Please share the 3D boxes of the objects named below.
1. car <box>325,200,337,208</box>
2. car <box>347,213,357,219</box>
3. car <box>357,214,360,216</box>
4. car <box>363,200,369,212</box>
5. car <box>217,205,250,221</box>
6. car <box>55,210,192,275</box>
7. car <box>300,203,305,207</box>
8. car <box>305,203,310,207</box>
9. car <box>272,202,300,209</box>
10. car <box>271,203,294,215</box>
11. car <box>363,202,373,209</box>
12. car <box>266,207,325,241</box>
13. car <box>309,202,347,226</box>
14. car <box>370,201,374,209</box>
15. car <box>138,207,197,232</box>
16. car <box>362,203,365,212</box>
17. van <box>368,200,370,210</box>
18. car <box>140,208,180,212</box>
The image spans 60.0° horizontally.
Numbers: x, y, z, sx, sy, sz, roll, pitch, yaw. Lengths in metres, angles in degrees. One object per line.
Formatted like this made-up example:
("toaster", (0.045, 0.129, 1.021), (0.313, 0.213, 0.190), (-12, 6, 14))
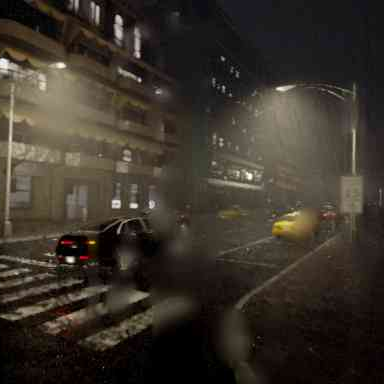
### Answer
("car", (35.185, 2.926, 84.256), (2.192, 1.841, 5.009), (2, 0, 31))
("car", (16.998, 2.262, 37.135), (1.802, 1.307, 4.206), (2, 0, 31))
("car", (19.822, 2.355, 41.901), (1.947, 1.339, 4.313), (2, 0, 31))
("car", (28.298, 2.555, 56.199), (1.967, 1.590, 4.097), (2, 0, 31))
("car", (4.029, 1.939, 31.686), (1.752, 1.417, 4.829), (2, 0, 31))
("car", (-1.988, 1.522, 10.694), (1.837, 1.490, 4.892), (-4, -3, 28))
("car", (15.414, 2.296, 50.895), (1.967, 1.590, 4.097), (2, 0, 31))
("car", (21.059, 2.617, 60.426), (1.887, 1.381, 4.507), (2, 0, 31))
("car", (9.758, 2.111, 36.266), (2.033, 1.411, 5.357), (0, -1, 31))
("car", (12.587, 2.292, 46.129), (1.887, 1.381, 4.507), (2, 0, 31))
("car", (42.415, 3.198, 80.028), (1.887, 1.381, 4.507), (2, 0, 31))
("car", (5.790, 1.766, 18.219), (1.752, 1.417, 4.829), (1, 0, 31))
("car", (11.354, 1.900, 27.604), (1.967, 1.590, 4.097), (1, 0, 31))
("car", (36.769, 2.879, 70.497), (1.967, 1.590, 4.097), (2, 0, 31))
("car", (-1.534, 1.776, 22.299), (1.802, 1.307, 4.206), (2, 0, 31))
("car", (22.646, 2.464, 46.666), (1.947, 1.339, 4.313), (2, 0, 31))
("van", (31.124, 2.564, 60.965), (1.690, 1.788, 3.998), (2, 0, 31))
("car", (-1.888, 1.610, 16.645), (1.837, 1.490, 4.892), (0, -1, 31))
